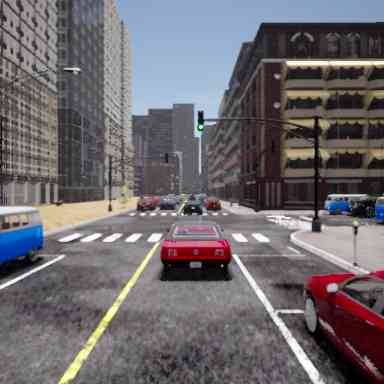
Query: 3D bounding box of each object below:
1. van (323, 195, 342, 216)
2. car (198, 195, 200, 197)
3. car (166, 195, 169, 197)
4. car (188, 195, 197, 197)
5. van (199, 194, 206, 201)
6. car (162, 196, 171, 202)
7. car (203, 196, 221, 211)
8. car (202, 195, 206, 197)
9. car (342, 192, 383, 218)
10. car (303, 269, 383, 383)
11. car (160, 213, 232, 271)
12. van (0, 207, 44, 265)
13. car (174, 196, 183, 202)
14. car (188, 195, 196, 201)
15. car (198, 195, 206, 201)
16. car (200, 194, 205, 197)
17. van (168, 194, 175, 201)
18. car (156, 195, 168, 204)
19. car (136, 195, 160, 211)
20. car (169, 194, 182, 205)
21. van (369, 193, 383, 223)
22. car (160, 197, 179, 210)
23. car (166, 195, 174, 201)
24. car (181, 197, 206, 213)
[{"bbox_3d":[13.715,1.112,29.244,3.998,1.788,1.690,-1,1,0],"label":"van"},{"bbox_3d":[2.702,1.596,69.330,1.947,1.339,4.313,0,0,0],"label":"car"},{"bbox_3d":[-5.680,1.584,58.277,1.947,1.339,4.313,0,0,0],"label":"car"},{"bbox_3d":[0.018,1.525,71.576,1.837,1.490,4.892,0,0,0],"label":"car"},{"bbox_3d":[2.706,1.392,85.912,1.690,1.788,3.998,0,0,0],"label":"van"},{"bbox_3d":[-5.677,1.562,74.690,1.752,1.417,4.829,0,0,0],"label":"car"},{"bbox_3d":[2.695,1.552,41.692,1.887,1.381,4.507,0,0,0],"label":"car"},{"bbox_3d":[2.697,1.555,47.219,1.887,1.381,4.507,0,0,0],"label":"car"},{"bbox_3d":[15.497,0.977,26.682,5.566,2.045,2.150,-1,0,-1],"label":"car"},{"bbox_3d":[2.686,1.544,3.778,1.887,1.381,4.507,0,0,0],"label":"car"},{"bbox_3d":[0.103,1.599,10.820,1.895,1.301,4.718,0,0,0],"label":"car"},{"bbox_3d":[-5.694,1.339,9.304,1.690,1.788,3.998,0,0,0],"label":"van"},{"bbox_3d":[-2.983,1.619,74.312,1.895,1.301,4.718,0,0,0],"label":"car"},{"bbox_3d":[0.021,1.396,81.998,1.837,1.490,4.892,0,0,0],"label":"car"},{"bbox_3d":[2.709,1.604,91.440,1.887,1.381,4.507,0,0,0],"label":"car"},{"bbox_3d":[2.698,1.454,52.747,1.967,1.590,4.097,0,0,0],"label":"car"},{"bbox_3d":[-5.673,1.399,91.443,1.690,1.788,3.998,0,0,0],"label":"van"},{"bbox_3d":[-5.680,1.463,63.805,1.967,1.590,4.097,0,0,0],"label":"car"},{"bbox_3d":[-5.686,1.322,41.694,2.192,1.841,5.009,0,0,0],"label":"car"},{"bbox_3d":[-3.029,1.511,59.118,2.128,1.511,4.902,0,0,1],"label":"car"},{"bbox_3d":[13.735,1.152,20.864,3.998,1.788,1.690,-1,1,0],"label":"van"},{"bbox_3d":[-3.079,1.608,42.859,1.895,1.301,4.718,0,0,0],"label":"car"},{"bbox_3d":[-5.673,1.595,85.915,1.887,1.381,4.507,0,0,0],"label":"car"},{"bbox_3d":[0.110,1.568,35.252,1.994,1.385,4.181,0,0,0],"label":"car"}]
